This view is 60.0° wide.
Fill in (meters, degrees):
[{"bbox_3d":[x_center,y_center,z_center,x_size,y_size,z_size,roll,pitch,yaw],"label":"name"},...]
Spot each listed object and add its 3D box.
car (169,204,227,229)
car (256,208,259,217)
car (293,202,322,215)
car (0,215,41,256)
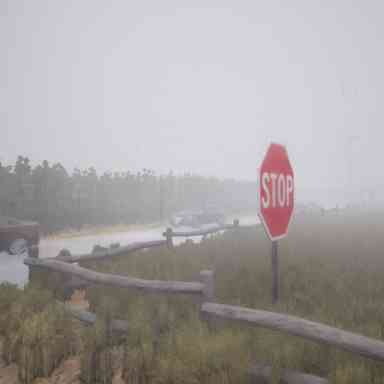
[{"bbox_3d":[0.504,1.578,22.147,2.128,1.511,4.902,-1,-1,36],"label":"car"},{"bbox_3d":[8.379,1.394,33.020,2.150,2.045,5.566,-1,-1,36],"label":"car"},{"bbox_3d":[10.756,1.631,30.714,2.128,1.511,4.902,-1,-1,36],"label":"car"},{"bbox_3d":[-7.604,1.442,10.918,1.882,1.535,5.008,-1,-1,36],"label":"car"}]
